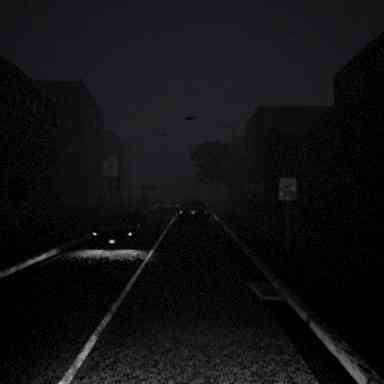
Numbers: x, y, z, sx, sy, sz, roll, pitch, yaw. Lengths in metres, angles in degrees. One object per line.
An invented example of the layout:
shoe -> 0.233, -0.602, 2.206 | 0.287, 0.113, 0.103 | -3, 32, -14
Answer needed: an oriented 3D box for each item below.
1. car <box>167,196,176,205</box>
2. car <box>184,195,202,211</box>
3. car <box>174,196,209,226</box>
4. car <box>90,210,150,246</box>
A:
car -> -3.231, 1.410, 57.103 | 1.812, 1.442, 4.674 | 0, 1, 0
car -> 0.093, 1.334, 42.133 | 2.097, 1.767, 4.553 | 0, 0, 0
car -> 0.095, 1.346, 23.428 | 2.097, 1.767, 4.553 | 0, 0, 0
car -> -3.108, 1.544, 15.573 | 2.033, 1.411, 5.357 | 0, 0, 0
